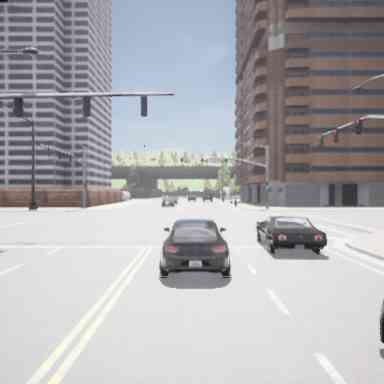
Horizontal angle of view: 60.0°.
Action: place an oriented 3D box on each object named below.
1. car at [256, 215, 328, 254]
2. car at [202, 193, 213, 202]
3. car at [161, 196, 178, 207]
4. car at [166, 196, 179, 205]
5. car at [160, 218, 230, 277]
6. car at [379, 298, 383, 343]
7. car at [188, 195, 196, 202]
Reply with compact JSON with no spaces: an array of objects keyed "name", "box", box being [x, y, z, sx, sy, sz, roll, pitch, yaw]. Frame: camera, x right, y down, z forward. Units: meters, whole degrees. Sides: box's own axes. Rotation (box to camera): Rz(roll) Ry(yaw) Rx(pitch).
[{"name":"car","box":[3.794,1.595,13.564,1.895,1.301,4.718,0,0,3]},{"name":"car","box":[3.503,1.193,73.645,2.150,2.045,5.566,0,0,0]},{"name":"car","box":[-3.598,1.470,50.460,2.128,1.511,4.902,0,0,-1]},{"name":"car","box":[-3.539,1.465,60.864,2.128,1.511,4.902,0,0,1]},{"name":"car","box":[0.086,1.521,10.106,1.812,1.442,4.674,0,0,0]},{"name":"car","box":[3.600,1.350,2.689,2.097,1.767,4.553,0,0,0]},{"name":"car","box":[0.003,1.394,72.935,1.837,1.490,4.892,0,0,0]}]
